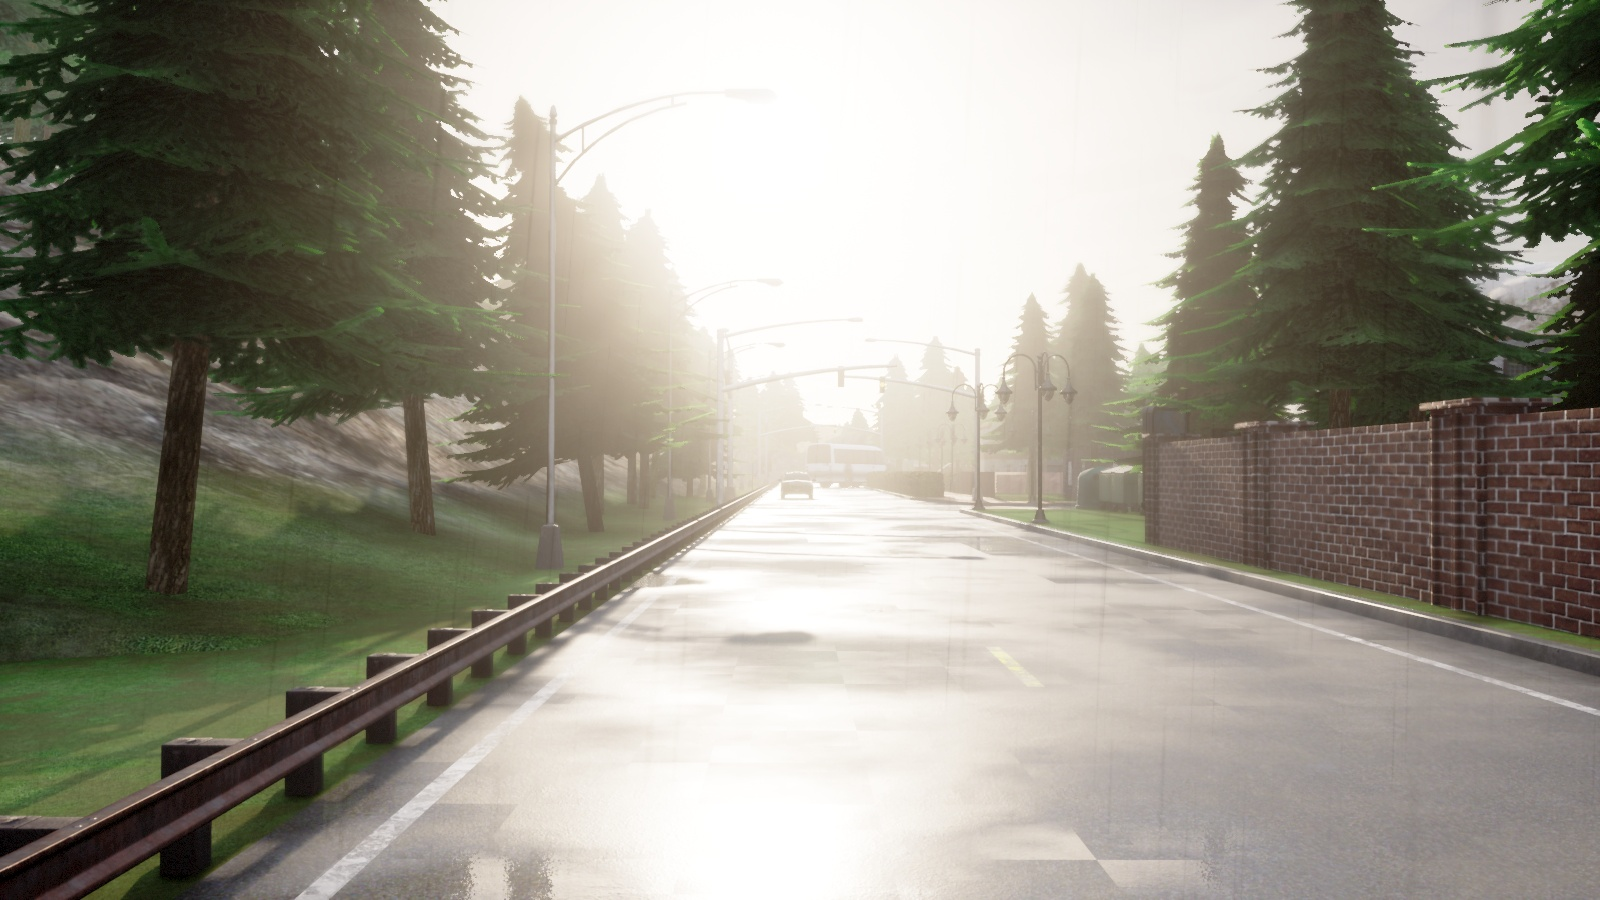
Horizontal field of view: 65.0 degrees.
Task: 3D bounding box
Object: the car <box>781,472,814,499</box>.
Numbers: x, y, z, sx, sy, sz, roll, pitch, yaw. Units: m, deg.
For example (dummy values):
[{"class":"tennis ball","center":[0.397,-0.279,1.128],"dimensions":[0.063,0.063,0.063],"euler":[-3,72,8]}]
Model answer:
[{"class":"car","center":[-0.162,2.029,72.178],"dimensions":[1.837,1.490,4.892],"euler":[0,-1,0]}]
